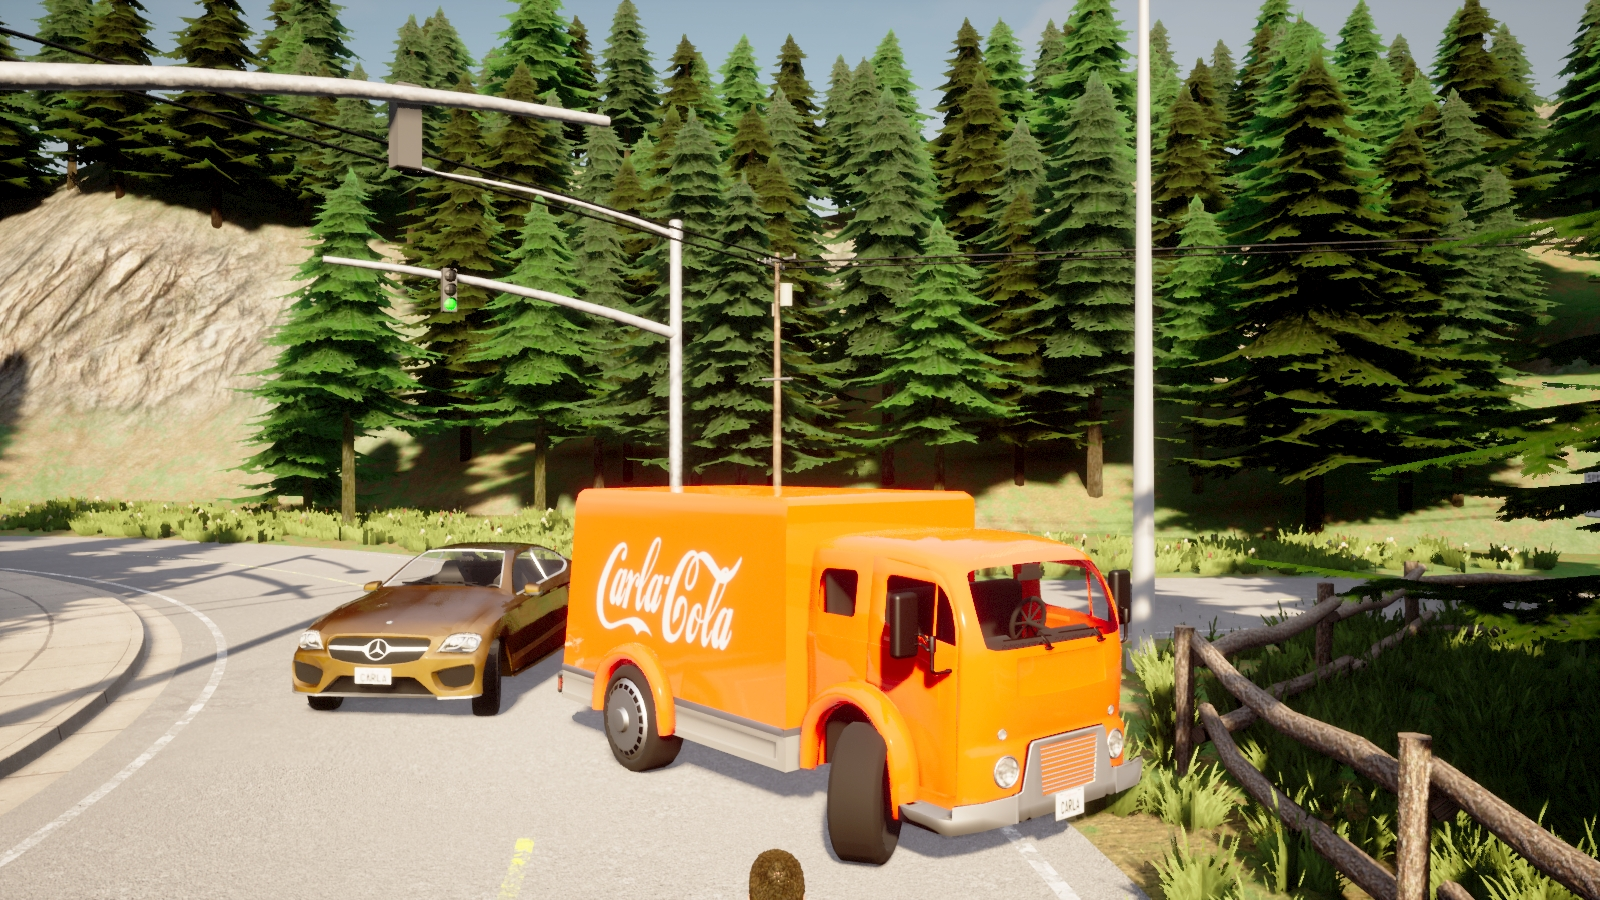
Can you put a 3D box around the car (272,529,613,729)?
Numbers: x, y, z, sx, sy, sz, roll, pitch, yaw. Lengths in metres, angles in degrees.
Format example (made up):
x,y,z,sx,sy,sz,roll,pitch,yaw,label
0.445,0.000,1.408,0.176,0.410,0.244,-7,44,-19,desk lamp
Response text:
x,y,z,sx,sy,sz,roll,pitch,yaw,label
-4.038,1.970,14.038,2.152,1.651,5.027,0,0,6,car

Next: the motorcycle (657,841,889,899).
x,y,z,sx,sy,sz,roll,pitch,yaw,label
-0.074,2.159,3.526,0.803,1.199,2.033,0,0,-2,motorcycle

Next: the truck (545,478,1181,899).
x,y,z,sx,sy,sz,roll,pitch,yaw,label
0.202,1.542,9.769,2.627,2.467,5.204,0,0,-39,truck
